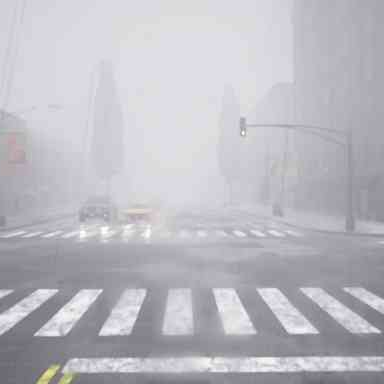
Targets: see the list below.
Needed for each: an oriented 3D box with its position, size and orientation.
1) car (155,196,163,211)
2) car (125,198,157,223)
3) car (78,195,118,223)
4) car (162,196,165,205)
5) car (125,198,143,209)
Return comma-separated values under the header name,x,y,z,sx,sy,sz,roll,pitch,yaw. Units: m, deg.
name,x,y,z,sx,sy,sz,roll,pitch,yaw
car,-4.973,1.634,42.382,1.812,1.442,4.674,0,0,-3
car,-4.087,1.539,26.314,1.882,1.535,5.008,0,0,-3
car,-7.350,1.283,26.604,2.150,2.045,5.566,0,0,-3
car,-5.897,1.556,60.358,2.097,1.767,4.553,0,0,-3
car,-8.635,1.679,50.133,2.033,1.411,5.357,0,0,-3
